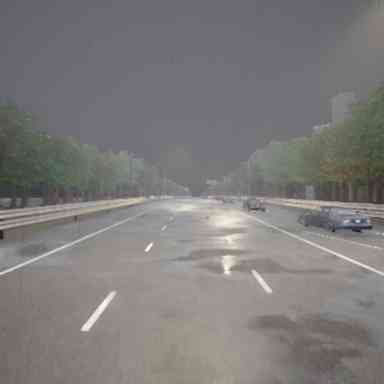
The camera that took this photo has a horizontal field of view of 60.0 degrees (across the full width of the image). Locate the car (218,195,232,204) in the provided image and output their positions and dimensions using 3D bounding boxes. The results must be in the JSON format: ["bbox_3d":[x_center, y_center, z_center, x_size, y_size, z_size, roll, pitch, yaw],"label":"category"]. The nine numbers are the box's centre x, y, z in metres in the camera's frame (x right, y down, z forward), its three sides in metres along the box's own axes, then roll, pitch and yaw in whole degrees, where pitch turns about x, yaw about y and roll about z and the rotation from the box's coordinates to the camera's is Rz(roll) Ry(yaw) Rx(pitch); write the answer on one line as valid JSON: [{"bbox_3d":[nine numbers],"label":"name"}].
[{"bbox_3d":[7.049,1.604,67.438,2.033,1.411,5.357,0,0,0],"label":"car"}]

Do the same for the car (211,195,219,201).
[{"bbox_3d":[7.153,1.590,90.399,2.097,1.767,4.553,0,-1,0],"label":"car"}]

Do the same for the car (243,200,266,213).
[{"bbox_3d":[7.009,1.558,37.853,2.033,1.411,5.357,0,0,0],"label":"car"}]

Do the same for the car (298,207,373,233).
[{"bbox_3d":[8.224,1.566,19.663,2.033,1.411,5.357,0,0,-8],"label":"car"}]
